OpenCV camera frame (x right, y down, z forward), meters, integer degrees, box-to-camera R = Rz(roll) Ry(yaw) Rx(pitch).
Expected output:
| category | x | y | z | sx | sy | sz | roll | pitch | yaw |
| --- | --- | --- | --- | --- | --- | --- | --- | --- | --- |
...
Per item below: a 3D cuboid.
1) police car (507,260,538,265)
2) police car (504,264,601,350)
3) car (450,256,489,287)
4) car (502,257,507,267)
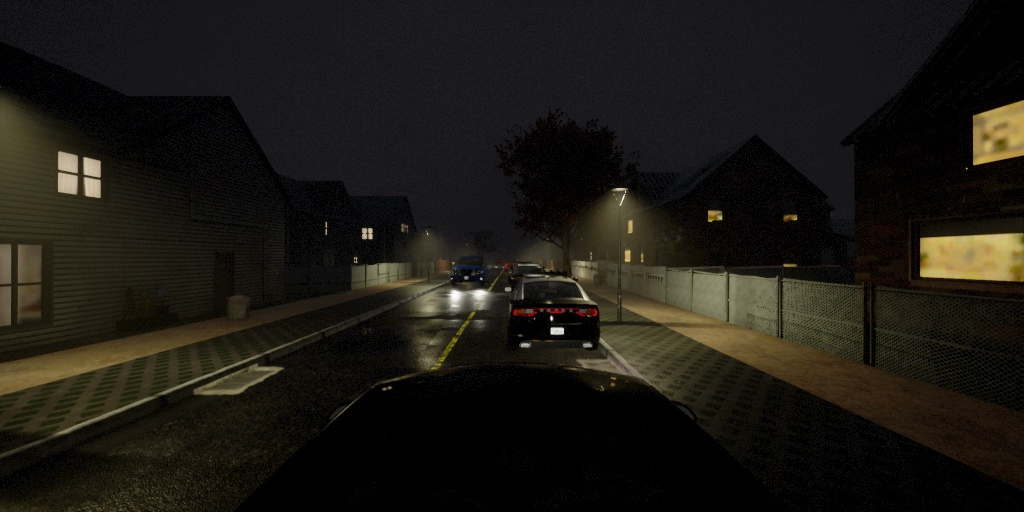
| category | x | y | z | sx | sy | sz | roll | pitch | yaw |
| --- | --- | --- | --- | --- | --- | --- | --- | --- | --- |
| police car | 0.853 | 1.184 | 19.178 | 1.930 | 1.638 | 5.238 | 0 | 0 | 0 |
| police car | 0.837 | 1.178 | 9.177 | 1.930 | 1.638 | 5.238 | 0 | 0 | 0 |
| car | -2.812 | 0.983 | 24.851 | 2.150 | 2.045 | 5.566 | 0 | 0 | 0 |
| car | 0.116 | 1.209 | 47.991 | 2.097 | 1.767 | 4.553 | 0 | 0 | 1 |
